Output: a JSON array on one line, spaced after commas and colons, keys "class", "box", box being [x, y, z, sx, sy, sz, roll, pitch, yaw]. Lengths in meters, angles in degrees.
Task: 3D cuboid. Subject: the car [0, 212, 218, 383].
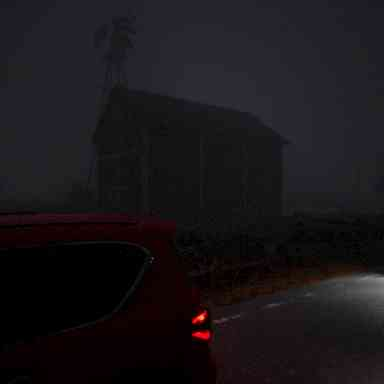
[{"class": "car", "box": [-2.396, 1.218, 1.900, 5.566, 2.045, 2.150, 0, 0, -35]}]
